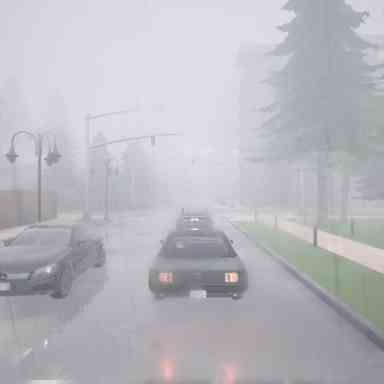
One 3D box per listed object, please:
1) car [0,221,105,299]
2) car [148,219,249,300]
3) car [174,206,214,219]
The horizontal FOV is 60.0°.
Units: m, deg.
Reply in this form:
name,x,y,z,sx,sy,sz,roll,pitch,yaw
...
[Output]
name,x,y,z,sx,sy,sz,roll,pitch,yaw
car,-3.568,1.526,8.598,1.812,1.442,4.674,0,0,0
car,0.118,1.601,8.366,1.895,1.301,4.718,0,0,0
car,0.131,1.505,17.627,1.837,1.490,4.892,0,0,0
